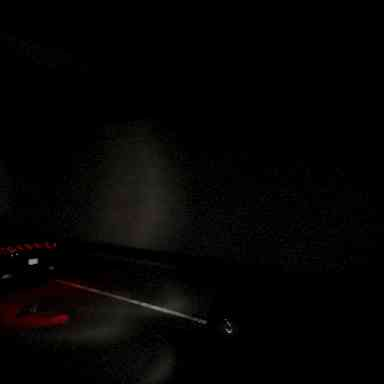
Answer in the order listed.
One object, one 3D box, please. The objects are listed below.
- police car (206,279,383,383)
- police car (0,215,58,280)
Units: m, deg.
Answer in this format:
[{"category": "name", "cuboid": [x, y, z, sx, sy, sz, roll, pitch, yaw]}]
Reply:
[{"category": "police car", "cuboid": [2.476, 1.511, 3.264, 5.238, 1.638, 1.930, 0, -1, 40]}, {"category": "police car", "cuboid": [-6.077, 1.514, 9.687, 5.238, 1.638, 1.930, 0, -1, 34]}]
